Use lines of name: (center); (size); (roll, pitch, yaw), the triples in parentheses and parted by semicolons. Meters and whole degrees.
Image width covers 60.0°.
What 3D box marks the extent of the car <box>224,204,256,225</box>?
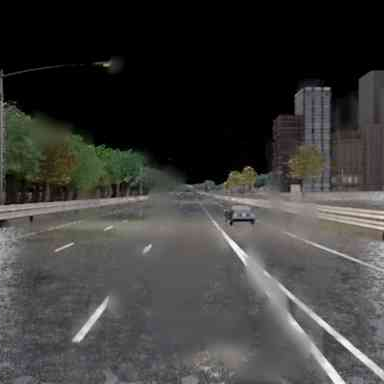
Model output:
car: (3.483, 1.610, 24.798); (2.033, 1.411, 5.357); (0, 0, 0)
